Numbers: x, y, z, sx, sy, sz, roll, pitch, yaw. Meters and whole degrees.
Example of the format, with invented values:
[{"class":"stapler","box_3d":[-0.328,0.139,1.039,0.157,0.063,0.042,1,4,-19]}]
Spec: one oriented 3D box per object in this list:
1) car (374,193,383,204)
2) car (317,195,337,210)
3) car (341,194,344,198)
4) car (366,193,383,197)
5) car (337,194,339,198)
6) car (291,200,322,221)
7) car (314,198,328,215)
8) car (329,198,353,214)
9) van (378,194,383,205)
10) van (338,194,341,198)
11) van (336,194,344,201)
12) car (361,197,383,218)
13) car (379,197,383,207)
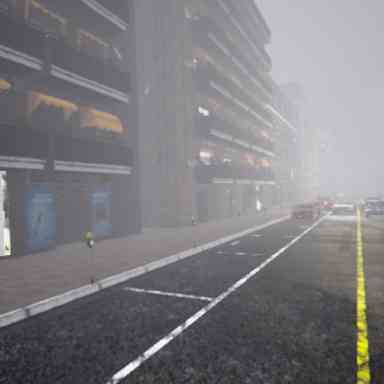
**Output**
[{"class":"car","box_3d":[33.968,1.122,59.360,2.192,1.841,5.009,-3,-1,26]},{"class":"car","box_3d":[16.850,1.364,42.643,2.192,1.841,5.009,-3,-1,26]},{"class":"car","box_3d":[29.444,1.455,67.938,1.967,1.590,4.097,-3,-1,26]},{"class":"car","box_3d":[21.003,1.256,39.005,2.097,1.767,4.553,-2,-1,27]},{"class":"car","box_3d":[21.818,1.560,52.606,1.752,1.417,4.829,-3,-1,26]},{"class":"car","box_3d":[9.306,1.614,27.461,1.887,1.381,4.507,-3,-1,26]},{"class":"car","box_3d":[11.823,1.607,32.521,1.887,1.381,4.507,-3,-1,26]},{"class":"car","box_3d":[15.856,1.589,34.928,1.895,1.301,4.718,-2,-1,27]},{"class":"van","box_3d":[31.446,1.155,54.289,1.690,1.788,3.998,-3,-1,26]},{"class":"van","box_3d":[24.405,1.369,57.821,1.690,1.788,3.998,-3,-1,26]},{"class":"van","box_3d":[36.994,1.336,83.118,1.690,1.788,3.998,-3,-1,26]},{"class":"car","box_3d":[15.969,1.464,28.741,2.033,1.411,5.357,-2,-1,27]},{"class":"car","box_3d":[28.931,1.402,49.213,1.802,1.307,4.206,-3,-1,26]}]
